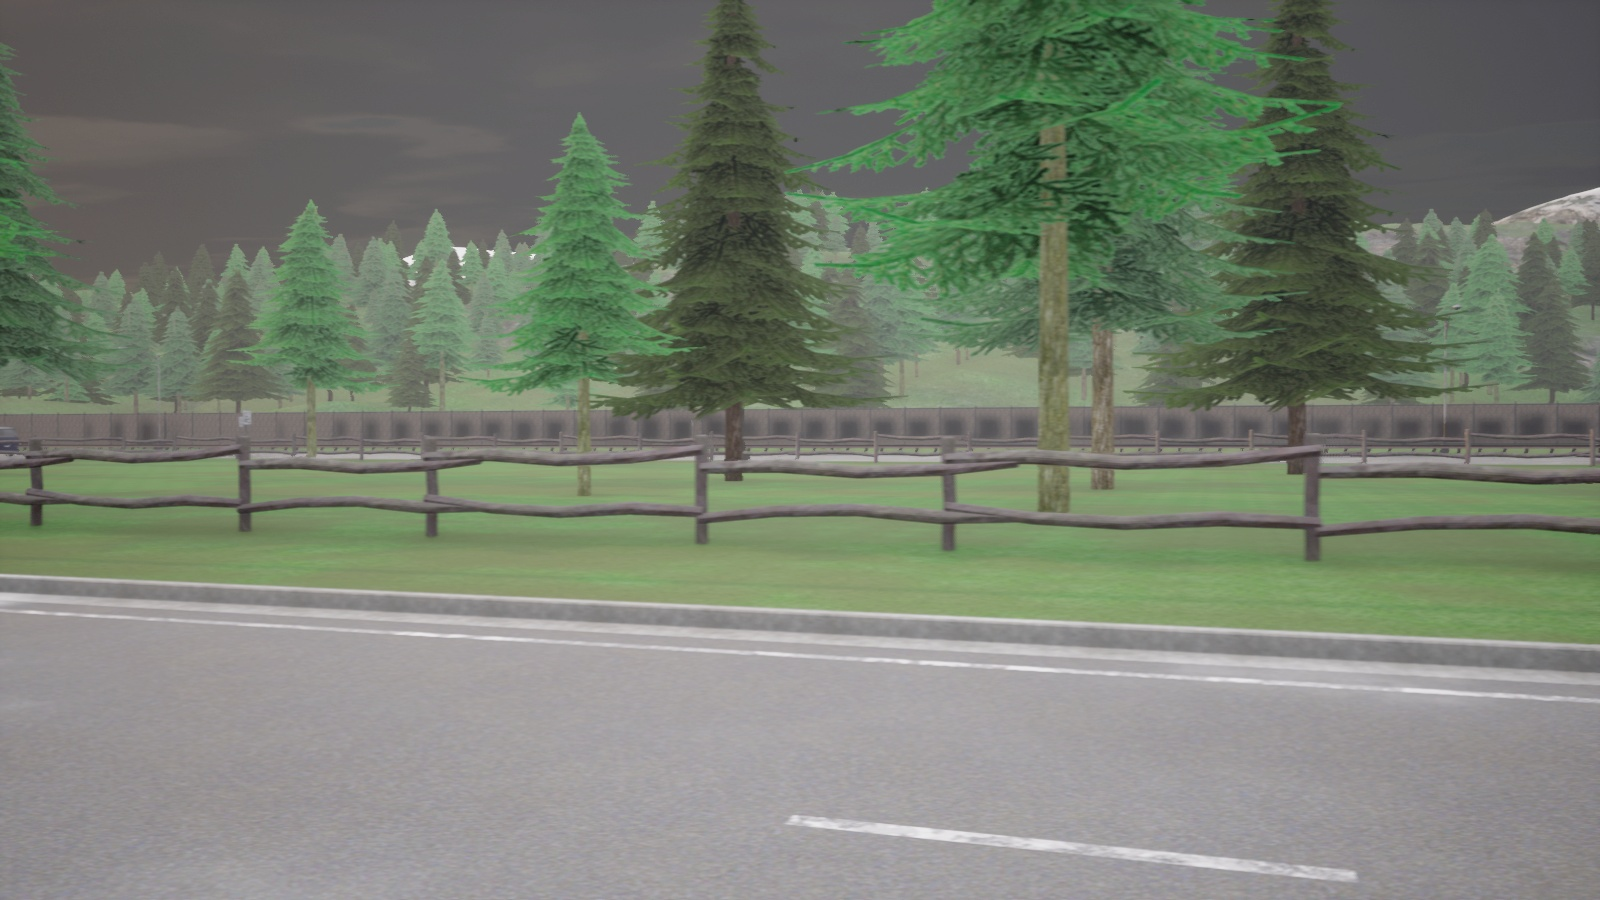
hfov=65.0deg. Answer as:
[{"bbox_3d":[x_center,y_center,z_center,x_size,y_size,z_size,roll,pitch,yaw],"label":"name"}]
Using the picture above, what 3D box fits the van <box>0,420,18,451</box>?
[{"bbox_3d":[-53.278,-0.929,81.603,4.442,1.987,1.775,0,1,18],"label":"van"}]
